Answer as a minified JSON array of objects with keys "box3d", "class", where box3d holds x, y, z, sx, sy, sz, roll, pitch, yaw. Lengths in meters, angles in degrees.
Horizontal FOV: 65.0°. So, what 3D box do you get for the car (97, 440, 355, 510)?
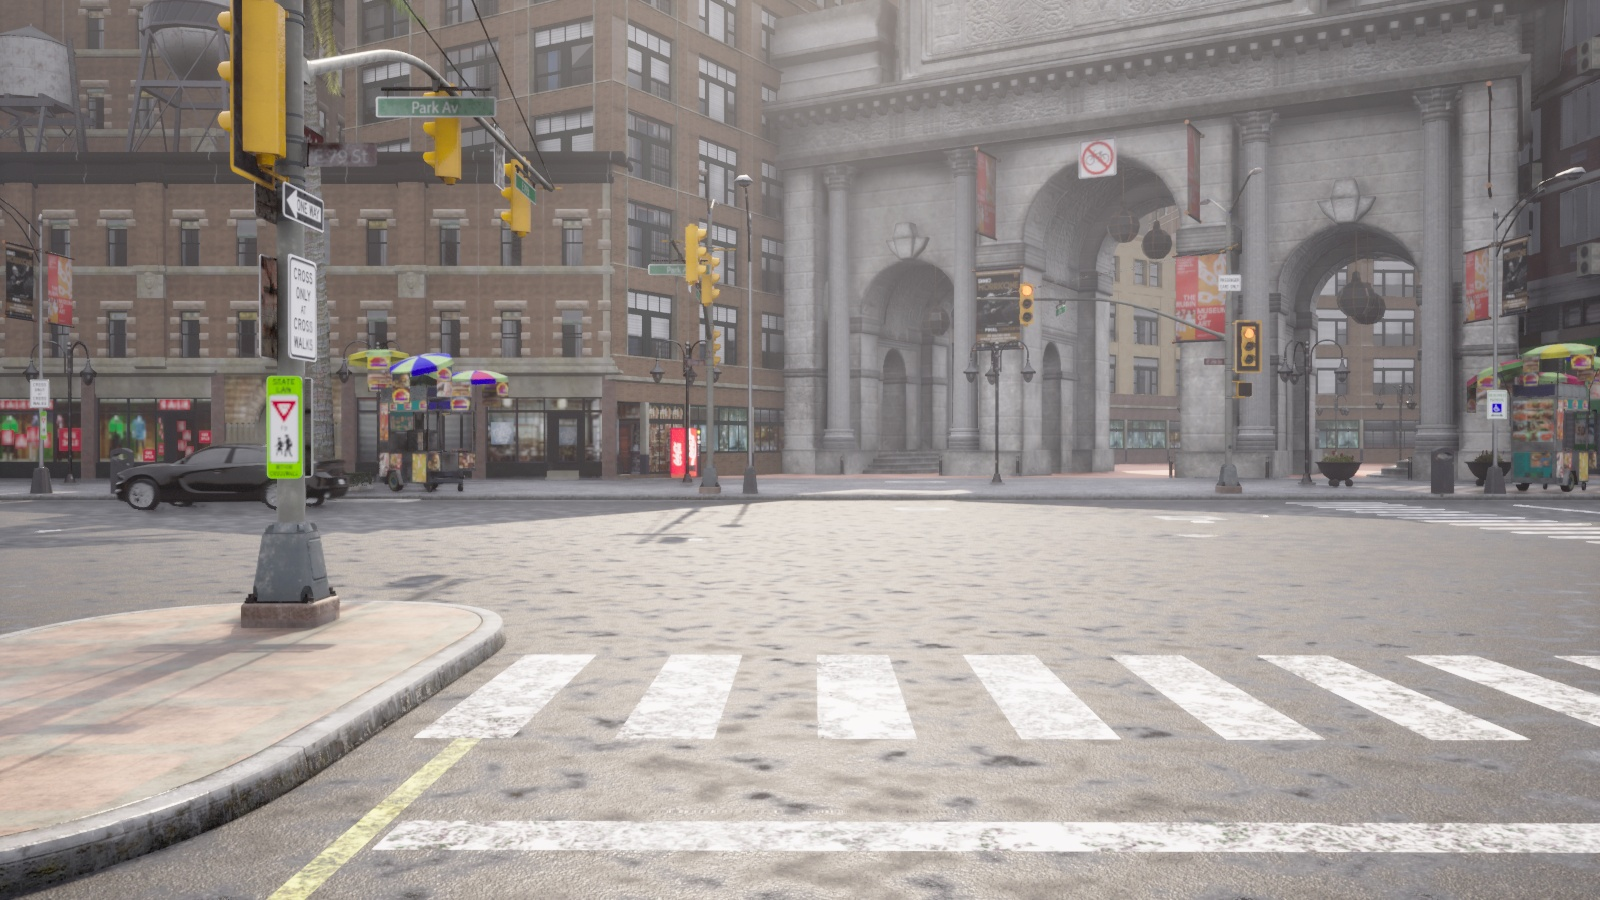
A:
[{"box3d":[-12.976,0.552,28.597,5.008,1.535,1.882,0,0,1],"class":"car"}]
